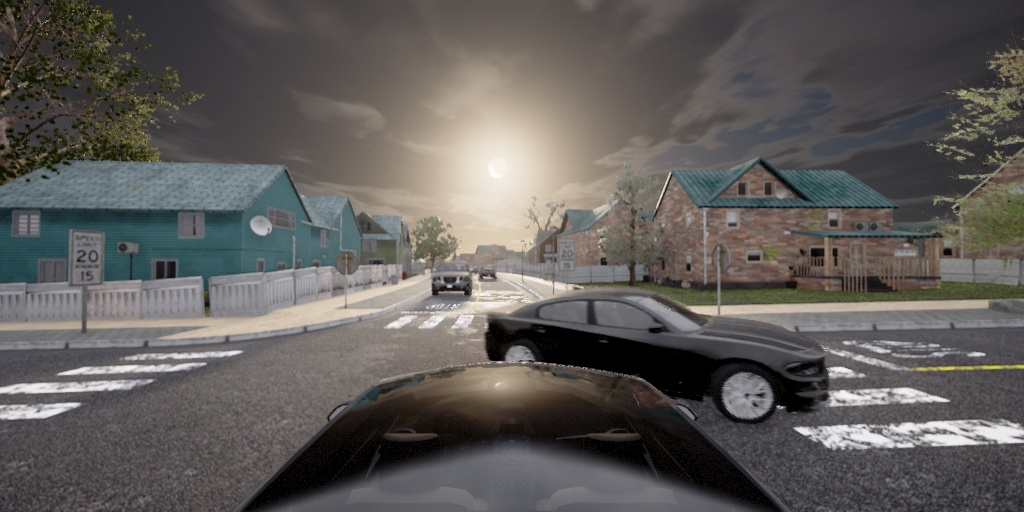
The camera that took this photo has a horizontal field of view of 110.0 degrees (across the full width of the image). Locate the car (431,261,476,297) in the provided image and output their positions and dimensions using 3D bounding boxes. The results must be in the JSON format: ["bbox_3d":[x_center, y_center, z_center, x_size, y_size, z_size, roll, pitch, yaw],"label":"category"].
[{"bbox_3d":[-3.587,1.333,22.261,2.150,2.045,5.566,0,-1,-4],"label":"car"}]

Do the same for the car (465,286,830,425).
[{"bbox_3d":[1.838,1.276,5.848,5.008,1.535,1.882,-2,0,33],"label":"car"}]

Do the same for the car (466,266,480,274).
[{"bbox_3d":[-6.946,2.478,63.352,1.812,1.442,4.674,0,-2,-13],"label":"car"}]

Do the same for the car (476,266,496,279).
[{"bbox_3d":[-3.064,2.005,43.776,1.837,1.490,4.892,0,-1,-9],"label":"car"}]
